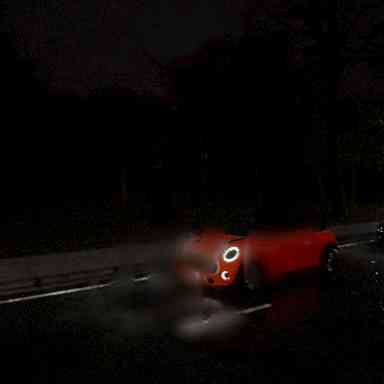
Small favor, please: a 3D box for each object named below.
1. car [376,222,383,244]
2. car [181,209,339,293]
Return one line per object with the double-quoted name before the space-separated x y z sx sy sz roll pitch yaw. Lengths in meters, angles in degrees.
"car" 10.196 1.527 14.886 5.008 1.535 1.882 0 0 -35
"car" 1.934 1.372 9.046 4.553 1.767 2.097 0 0 -35
